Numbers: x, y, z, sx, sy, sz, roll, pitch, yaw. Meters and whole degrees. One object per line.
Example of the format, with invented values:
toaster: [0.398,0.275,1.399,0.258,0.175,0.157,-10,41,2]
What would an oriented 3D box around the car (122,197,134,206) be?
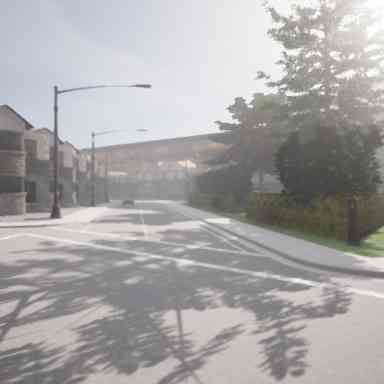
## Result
car: [-10.717,1.525,55.630,2.033,1.411,5.357,0,0,-10]
